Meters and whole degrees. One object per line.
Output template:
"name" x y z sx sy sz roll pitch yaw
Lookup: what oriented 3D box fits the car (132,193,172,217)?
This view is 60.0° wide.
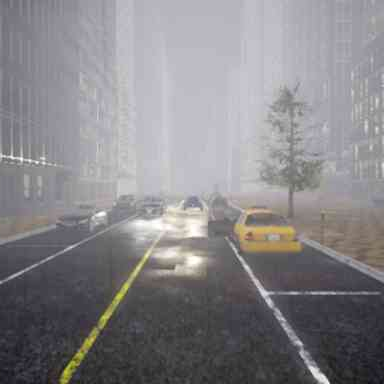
"car" -3.037 1.081 26.224 2.128 1.511 4.902 0 1 0

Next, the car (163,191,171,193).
"car" -5.543 0.567 62.962 1.887 1.381 4.507 0 1 0

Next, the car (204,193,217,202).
"car" 2.812 0.780 51.545 1.802 1.307 4.206 0 1 0

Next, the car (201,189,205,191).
"car" 2.825 0.661 57.232 2.008 1.369 4.403 0 1 0

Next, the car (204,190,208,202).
"car" 2.787 0.813 40.165 1.967 1.590 4.097 0 1 0

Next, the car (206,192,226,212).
"car" 2.774 1.012 34.479 2.008 1.369 4.403 0 1 0

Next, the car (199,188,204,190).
"car" 2.863 0.417 74.296 1.947 1.339 4.313 0 1 0

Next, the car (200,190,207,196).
"car" 2.888 0.201 85.843 1.752 1.417 4.829 0 1 0

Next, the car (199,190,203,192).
"car" 0.160 0.825 47.461 1.994 1.385 4.181 0 1 1

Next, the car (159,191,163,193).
"car" -5.581 0.829 45.896 1.887 1.381 4.507 0 1 0

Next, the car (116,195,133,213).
"car" -5.618 0.989 28.830 1.967 1.590 4.097 0 1 0

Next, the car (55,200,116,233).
"car" -5.644 1.276 17.454 2.008 1.369 4.403 0 1 0

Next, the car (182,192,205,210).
"car" 0.112 1.010 32.960 1.812 1.442 4.674 0 1 1

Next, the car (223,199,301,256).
"car" 2.377 1.264 12.173 1.801 1.575 5.366 0 1 0

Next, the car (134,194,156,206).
"car" -5.594 0.923 40.208 2.008 1.369 4.403 0 1 0
